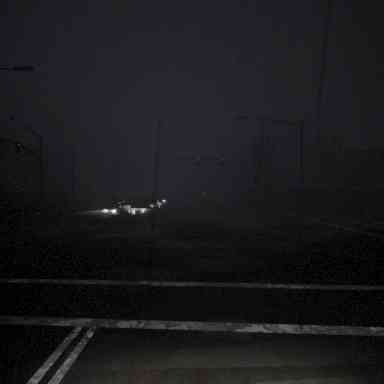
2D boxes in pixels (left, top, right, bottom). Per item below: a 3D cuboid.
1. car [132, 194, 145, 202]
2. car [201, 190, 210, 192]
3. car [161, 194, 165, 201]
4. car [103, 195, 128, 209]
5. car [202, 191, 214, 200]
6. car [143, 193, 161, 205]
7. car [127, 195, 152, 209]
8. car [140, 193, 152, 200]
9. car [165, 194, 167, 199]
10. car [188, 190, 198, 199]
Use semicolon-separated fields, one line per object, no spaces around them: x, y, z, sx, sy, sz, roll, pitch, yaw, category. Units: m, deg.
-10.346;1.179;64.516;1.994;1.385;4.181;0;1;0;car
3.710;0.378;87.605;2.150;2.045;5.566;0;1;0;car
-6.846;1.210;64.793;1.895;1.301;4.718;0;1;0;car
-10.430;1.380;44.421;2.128;1.511;4.902;0;0;1;car
3.679;1.019;72.280;1.994;1.385;4.181;0;1;0;car
-6.878;1.315;54.619;2.033;1.411;5.357;0;1;0;car
-6.932;1.449;44.437;1.994;1.385;4.181;0;1;1;car
-10.320;0.948;75.135;2.033;1.411;5.357;0;1;0;car
-6.820;1.003;75.141;1.895;1.301;4.718;0;1;0;car
0.183;0.604;76.548;2.150;2.045;5.566;0;1;0;car
